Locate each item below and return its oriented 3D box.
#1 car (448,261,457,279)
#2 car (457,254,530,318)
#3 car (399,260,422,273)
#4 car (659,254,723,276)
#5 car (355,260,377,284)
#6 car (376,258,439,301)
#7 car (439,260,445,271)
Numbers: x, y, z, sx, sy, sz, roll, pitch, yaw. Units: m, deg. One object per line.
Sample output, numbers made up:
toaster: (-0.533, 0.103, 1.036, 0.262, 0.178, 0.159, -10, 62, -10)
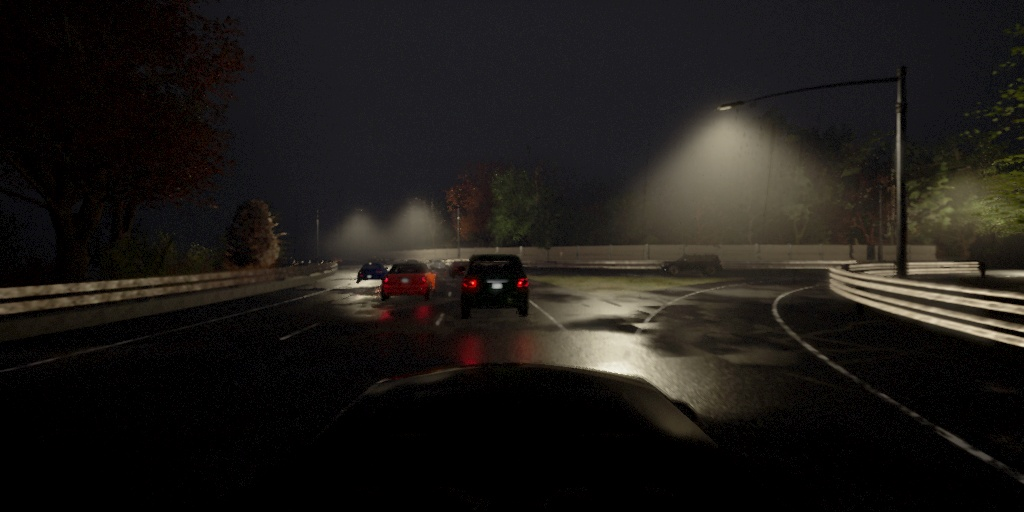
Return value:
car: (-4.701, 1.177, 32.603, 1.882, 1.535, 5.008, 0, 0, -16)
car: (-0.746, 0.951, 13.082, 2.150, 2.045, 5.566, 0, 0, -7)
car: (-12.610, 1.244, 44.451, 2.033, 1.411, 5.357, 0, 0, -24)
car: (17.376, 0.852, 34.963, 5.566, 2.045, 2.150, 0, 0, 9)
car: (-10.485, 1.252, 27.078, 1.812, 1.442, 4.674, 0, 0, -15)
car: (-4.906, 1.083, 17.567, 2.097, 1.767, 4.553, 0, 0, -8)
car: (-10.081, 1.210, 47.158, 1.812, 1.442, 4.674, 0, 0, -24)
